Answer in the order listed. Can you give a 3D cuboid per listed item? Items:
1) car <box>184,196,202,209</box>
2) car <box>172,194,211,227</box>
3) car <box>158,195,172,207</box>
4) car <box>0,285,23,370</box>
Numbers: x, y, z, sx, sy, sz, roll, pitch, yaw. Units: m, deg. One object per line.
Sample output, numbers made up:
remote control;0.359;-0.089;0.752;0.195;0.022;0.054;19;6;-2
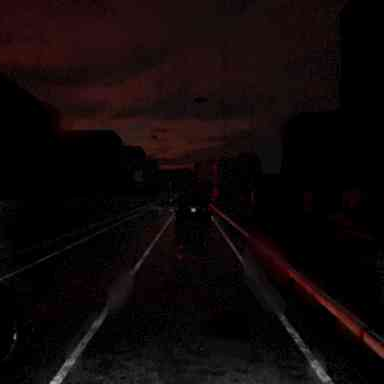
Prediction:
car;0.074;1.299;41.994;2.128;1.511;4.902;0;0;0
car;0.085;1.109;21.781;2.150;2.045;5.566;0;1;0
car;-3.552;1.150;46.059;2.097;1.767;4.553;0;0;0
car;-3.281;1.555;2.829;1.994;1.385;4.181;0;0;0
